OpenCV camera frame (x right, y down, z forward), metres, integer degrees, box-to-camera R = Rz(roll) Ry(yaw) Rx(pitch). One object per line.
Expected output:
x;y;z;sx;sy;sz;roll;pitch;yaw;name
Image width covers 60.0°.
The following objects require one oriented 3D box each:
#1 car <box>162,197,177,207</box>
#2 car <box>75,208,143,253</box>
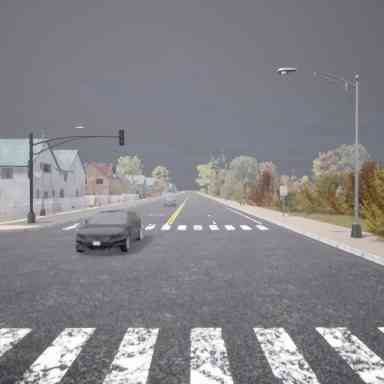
-3.252;1.500;49.127;1.812;1.442;4.674;0;0;0;car
-3.251;1.481;13.841;1.882;1.535;5.008;0;0;0;car
